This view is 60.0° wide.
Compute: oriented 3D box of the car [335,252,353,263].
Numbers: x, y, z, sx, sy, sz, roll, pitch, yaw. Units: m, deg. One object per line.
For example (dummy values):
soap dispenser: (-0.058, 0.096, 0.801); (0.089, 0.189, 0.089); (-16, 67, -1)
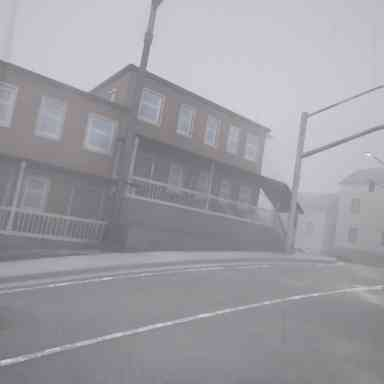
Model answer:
car: (12.528, 6.352, 31.395); (1.882, 1.535, 5.008); (13, -16, -33)

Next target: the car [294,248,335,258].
car: (9.699, 5.693, 29.282); (1.812, 1.442, 4.674); (14, -16, -34)
